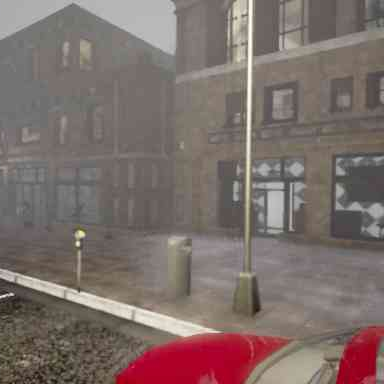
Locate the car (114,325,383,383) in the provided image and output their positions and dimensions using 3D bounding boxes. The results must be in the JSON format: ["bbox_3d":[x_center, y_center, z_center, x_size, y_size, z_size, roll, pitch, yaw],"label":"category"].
[{"bbox_3d":[1.225,1.582,1.988,4.206,1.307,1.802,0,1,35],"label":"car"}]
